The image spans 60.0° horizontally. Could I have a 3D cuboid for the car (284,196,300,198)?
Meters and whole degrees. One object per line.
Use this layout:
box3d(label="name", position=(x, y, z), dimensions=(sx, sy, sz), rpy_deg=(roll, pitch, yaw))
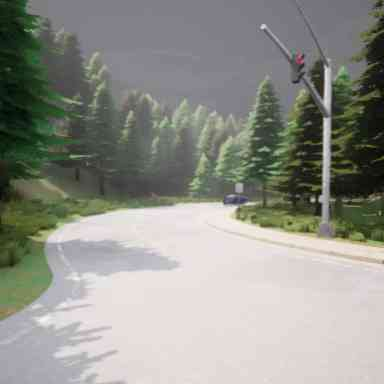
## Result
box3d(label="car", position=(17.450, 1.115, 54.928), dimensions=(5.008, 1.535, 1.882), rpy_deg=(0, 1, -26))

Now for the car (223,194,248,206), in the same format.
box3d(label="car", position=(6.006, 1.079, 45.530), dimensions=(1.882, 1.535, 5.008), rpy_deg=(1, 0, 33))
